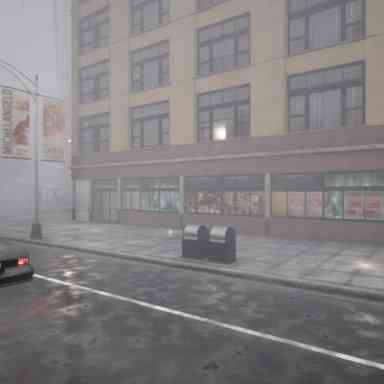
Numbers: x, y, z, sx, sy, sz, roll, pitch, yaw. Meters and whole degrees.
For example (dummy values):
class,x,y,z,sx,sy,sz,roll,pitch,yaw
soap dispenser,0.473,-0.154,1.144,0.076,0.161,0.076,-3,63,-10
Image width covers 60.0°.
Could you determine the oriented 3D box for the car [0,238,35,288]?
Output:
class,x,y,z,sx,sy,sz,roll,pitch,yaw
car,-6.030,1.547,8.165,5.357,1.411,2.033,0,0,35
